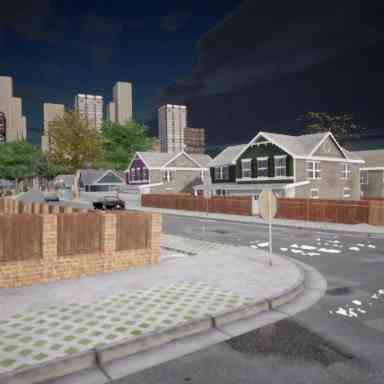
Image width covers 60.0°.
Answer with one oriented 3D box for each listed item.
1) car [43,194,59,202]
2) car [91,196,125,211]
[{"bbox_3d":[-23.623,0.953,55.790,1.994,1.385,4.181,-2,1,-31],"label":"car"},{"bbox_3d":[-8.411,1.143,33.066,1.882,1.535,5.008,-2,2,-37],"label":"car"}]
